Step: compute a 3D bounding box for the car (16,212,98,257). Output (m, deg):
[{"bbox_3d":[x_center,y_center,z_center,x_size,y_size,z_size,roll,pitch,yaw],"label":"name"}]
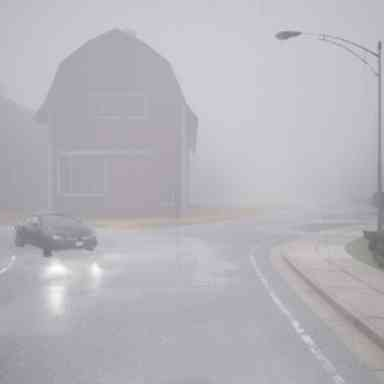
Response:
[{"bbox_3d":[-5.532,1.542,13.267,1.812,1.442,4.674,1,-1,-44],"label":"car"}]
